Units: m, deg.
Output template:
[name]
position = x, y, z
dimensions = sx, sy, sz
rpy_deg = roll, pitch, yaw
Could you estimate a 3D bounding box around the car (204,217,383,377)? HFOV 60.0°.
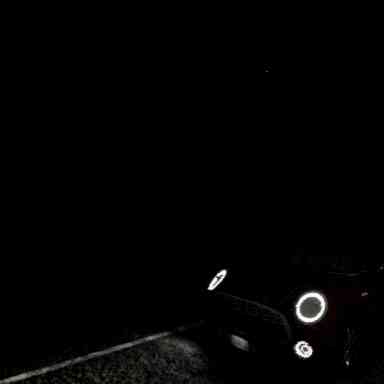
[car]
position = 2.359, 1.370, 5.734
dimensions = 4.553, 1.767, 2.097
rpy_deg = 0, 0, -39
